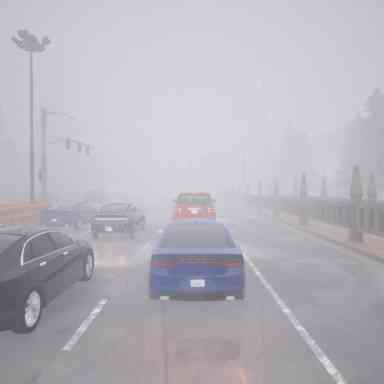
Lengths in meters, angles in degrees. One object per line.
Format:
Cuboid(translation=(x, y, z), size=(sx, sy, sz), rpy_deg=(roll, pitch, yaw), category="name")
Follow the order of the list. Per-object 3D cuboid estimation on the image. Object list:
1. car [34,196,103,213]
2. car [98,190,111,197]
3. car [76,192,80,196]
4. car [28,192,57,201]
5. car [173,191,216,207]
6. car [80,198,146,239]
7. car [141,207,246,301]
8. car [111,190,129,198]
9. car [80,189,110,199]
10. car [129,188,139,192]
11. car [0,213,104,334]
Cuboid(translation=(-6.872, 1.218, 19.070), size=(1.882, 1.535, 5.008), rpy_deg=(0, 1, 0), category="car")
Cuboid(translation=(-20.756, 0.354, 78.990), size=(1.812, 1.442, 4.674), rpy_deg=(0, 1, 0), category="car")
Cuboid(translation=(-20.829, 0.550, 64.016), size=(2.128, 1.511, 4.902), rpy_deg=(0, 1, 1), category="car")
Cuboid(translation=(-22.013, 0.789, 49.120), size=(1.837, 1.490, 4.892), rpy_deg=(1, 1, 15), category="car")
Cuboid(translation=(0.121, 0.977, 18.071), size=(2.150, 2.045, 5.566), rpy_deg=(0, 1, 0), category="car")
Cuboid(translation=(-3.381, 1.279, 15.988), size=(2.128, 1.511, 4.902), rpy_deg=(0, 1, 0), category="car")
Cuboid(translation=(0.100, 1.383, 8.202), size=(1.882, 1.535, 5.008), rpy_deg=(0, 1, 0), category="car")
Cuboid(translation=(-13.857, 0.638, 62.934), size=(1.994, 1.385, 4.181), rpy_deg=(0, 1, 1), category="car")
Cuboid(translation=(-13.963, 0.516, 48.466), size=(2.150, 2.045, 5.566), rpy_deg=(0, 1, 0), category="car")
Cuboid(translation=(-13.760, 0.072, 77.920), size=(2.150, 2.045, 5.566), rpy_deg=(0, 1, 0), category="car")
Cuboid(translation=(-3.402, 1.434, 6.615), size=(1.837, 1.490, 4.892), rpy_deg=(0, 1, 0), category="car")
